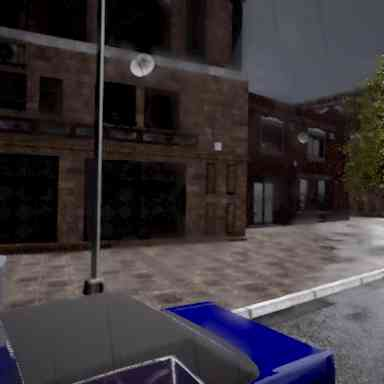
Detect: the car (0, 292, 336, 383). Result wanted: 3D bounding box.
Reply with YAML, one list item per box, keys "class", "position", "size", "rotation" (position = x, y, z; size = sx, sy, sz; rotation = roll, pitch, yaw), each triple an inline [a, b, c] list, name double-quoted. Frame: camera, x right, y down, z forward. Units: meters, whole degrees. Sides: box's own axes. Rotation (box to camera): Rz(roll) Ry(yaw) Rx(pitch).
- class: "car"
  position: [-1.115, 1.604, 2.317]
  size: [4.718, 1.301, 1.895]
  rotation: [1, 0, -36]
